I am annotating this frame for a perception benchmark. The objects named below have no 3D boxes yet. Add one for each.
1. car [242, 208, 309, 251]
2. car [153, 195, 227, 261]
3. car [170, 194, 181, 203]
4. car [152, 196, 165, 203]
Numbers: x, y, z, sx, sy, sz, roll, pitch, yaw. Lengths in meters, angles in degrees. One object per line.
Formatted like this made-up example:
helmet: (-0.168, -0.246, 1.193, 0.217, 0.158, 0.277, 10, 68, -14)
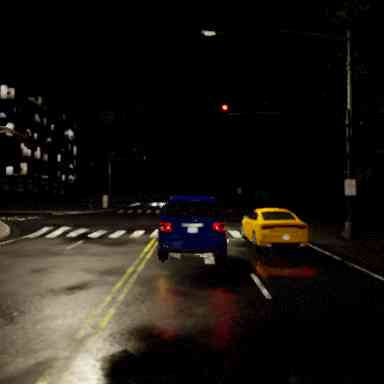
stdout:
car: (3.291, 1.426, 14.007, 1.882, 1.535, 5.008, -1, 0, 0)
car: (-0.029, 1.181, 12.181, 2.150, 2.045, 5.566, 0, 0, -1)
car: (-3.264, 1.278, 64.911, 1.882, 1.535, 5.008, 0, 0, 0)
car: (-6.509, 1.400, 64.895, 1.895, 1.301, 4.718, 0, 0, 0)
